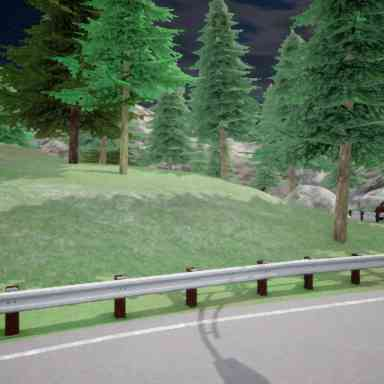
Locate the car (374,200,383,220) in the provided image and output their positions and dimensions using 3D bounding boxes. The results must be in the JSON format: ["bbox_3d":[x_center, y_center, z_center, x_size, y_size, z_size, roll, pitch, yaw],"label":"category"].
[{"bbox_3d":[16.333,1.372,25.267,2.097,1.767,4.553,0,0,-19],"label":"car"}]
